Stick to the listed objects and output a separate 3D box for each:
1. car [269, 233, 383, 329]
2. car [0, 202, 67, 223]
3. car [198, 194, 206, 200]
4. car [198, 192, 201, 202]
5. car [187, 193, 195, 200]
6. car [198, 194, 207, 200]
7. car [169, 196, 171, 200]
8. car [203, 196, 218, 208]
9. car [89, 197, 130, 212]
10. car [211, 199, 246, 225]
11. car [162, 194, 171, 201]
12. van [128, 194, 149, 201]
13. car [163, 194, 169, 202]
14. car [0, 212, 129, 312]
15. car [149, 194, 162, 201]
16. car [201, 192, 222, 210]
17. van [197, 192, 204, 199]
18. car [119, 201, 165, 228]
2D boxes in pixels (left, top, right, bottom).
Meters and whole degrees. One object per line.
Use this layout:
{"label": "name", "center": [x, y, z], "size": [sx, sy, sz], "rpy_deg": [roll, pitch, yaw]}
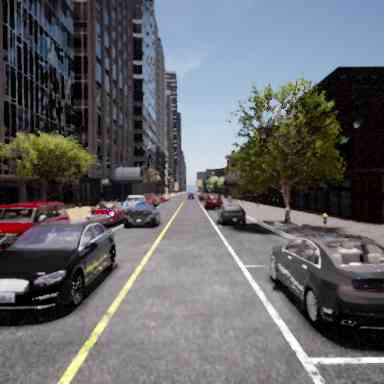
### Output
{"label": "car", "center": [2.789, 1.506, 6.797], "size": [2.008, 1.369, 4.403], "rpy_deg": [-1, 0, 0]}
{"label": "car", "center": [-5.842, 1.302, 11.585], "size": [2.192, 1.841, 5.009], "rpy_deg": [-1, 0, 0]}
{"label": "car", "center": [2.423, 1.224, 84.278], "size": [1.802, 1.307, 4.206], "rpy_deg": [-1, 0, 0]}
{"label": "car", "center": [2.468, 1.025, 67.675], "size": [2.192, 1.841, 5.009], "rpy_deg": [-1, 0, 0]}
{"label": "car", "center": [-0.260, 1.117, 85.520], "size": [1.882, 1.535, 5.008], "rpy_deg": [0, 0, 0]}
{"label": "car", "center": [2.440, 1.231, 78.744], "size": [1.947, 1.339, 4.313], "rpy_deg": [-1, 0, 0]}
{"label": "car", "center": [-5.924, 1.263, 73.026], "size": [1.752, 1.417, 4.829], "rpy_deg": [-1, 0, 0]}
{"label": "car", "center": [2.540, 1.325, 45.707], "size": [1.752, 1.417, 4.829], "rpy_deg": [-1, 0, 0]}
{"label": "car", "center": [-5.783, 1.383, 22.655], "size": [1.967, 1.590, 4.097], "rpy_deg": [-1, 0, 0]}
{"label": "car", "center": [2.623, 1.444, 22.664], "size": [2.008, 1.369, 4.403], "rpy_deg": [-1, 0, 0]}
{"label": "car", "center": [-5.941, 1.241, 78.560], "size": [1.752, 1.417, 4.829], "rpy_deg": [-1, 0, 0]}
{"label": "van", "center": [-5.809, 1.236, 34.452], "size": [1.690, 1.788, 3.998], "rpy_deg": [-1, 0, 0]}
{"label": "car", "center": [-5.890, 1.327, 62.126], "size": [1.887, 1.381, 4.507], "rpy_deg": [-1, 0, 0]}
{"label": "car", "center": [-3.123, 1.476, 7.957], "size": [2.128, 1.511, 4.902], "rpy_deg": [0, 0, 0]}
{"label": "car", "center": [-5.843, 1.165, 45.521], "size": [2.192, 1.841, 5.009], "rpy_deg": [-1, 0, 0]}
{"label": "car", "center": [2.553, 1.138, 40.002], "size": [2.192, 1.841, 5.009], "rpy_deg": [-1, 0, 0]}
{"label": "van", "center": [2.384, 0.939, 95.346], "size": [1.690, 1.788, 3.998], "rpy_deg": [-1, 0, 0]}
{"label": "car", "center": [-3.147, 1.495, 21.713], "size": [1.994, 1.385, 4.181], "rpy_deg": [0, 0, 0]}
